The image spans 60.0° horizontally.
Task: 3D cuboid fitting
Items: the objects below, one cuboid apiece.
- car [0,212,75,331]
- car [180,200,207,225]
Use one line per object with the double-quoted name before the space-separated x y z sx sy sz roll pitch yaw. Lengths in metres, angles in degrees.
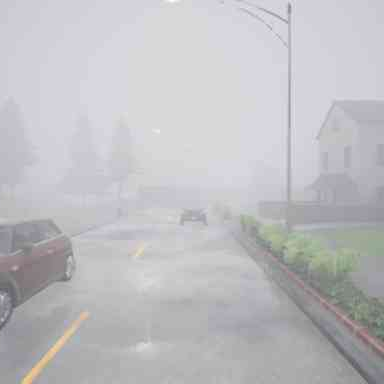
"car" -4.097 1.356 6.771 2.097 1.767 4.553 0 0 0
"car" 0.109 1.541 24.179 1.812 1.442 4.674 0 0 0
